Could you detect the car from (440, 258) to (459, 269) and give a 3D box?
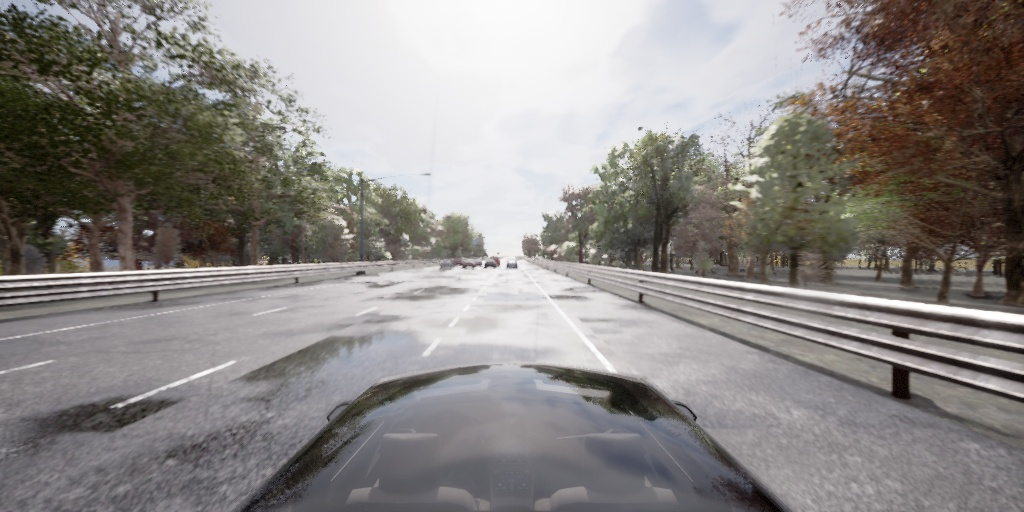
[{"bbox_3d":[-10.486,1.343,58.572,2.033,1.411,5.357,0,0,0],"label":"car"}]

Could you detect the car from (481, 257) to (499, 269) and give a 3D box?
[{"bbox_3d":[-3.485,1.301,58.569,1.837,1.490,4.892,0,0,0],"label":"car"}]

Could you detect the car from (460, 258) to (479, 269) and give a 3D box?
[{"bbox_3d":[-6.985,1.318,58.987,1.812,1.442,4.674,0,0,0],"label":"car"}]

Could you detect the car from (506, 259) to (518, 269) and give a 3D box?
[{"bbox_3d":[0.014,1.356,58.985,1.994,1.385,4.181,0,0,0],"label":"car"}]
